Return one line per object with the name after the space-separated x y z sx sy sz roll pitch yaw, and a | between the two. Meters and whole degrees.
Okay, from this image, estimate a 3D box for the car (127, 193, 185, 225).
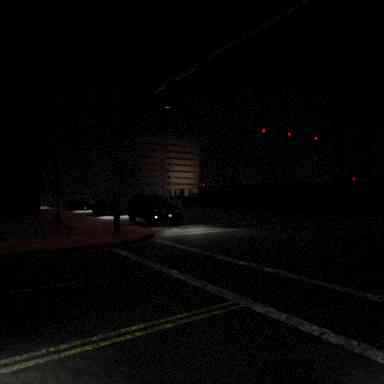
-2.943 1.222 24.478 2.150 2.045 5.566 0 0 -33 | car

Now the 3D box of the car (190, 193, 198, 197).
1.127 1.156 65.232 3.866 1.878 1.905 0 0 -34 | car

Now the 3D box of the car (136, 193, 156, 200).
-11.498 1.153 83.878 4.605 1.855 1.932 0 0 -34 | car

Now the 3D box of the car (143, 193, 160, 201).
-9.918 1.156 81.452 3.866 1.878 1.905 0 0 -34 | car

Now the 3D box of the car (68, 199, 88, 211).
-14.255 1.547 42.122 2.033 1.411 5.357 0 0 -34 | car

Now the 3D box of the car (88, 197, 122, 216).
-8.561 1.505 33.238 1.837 1.490 4.892 0 0 -32 | car
